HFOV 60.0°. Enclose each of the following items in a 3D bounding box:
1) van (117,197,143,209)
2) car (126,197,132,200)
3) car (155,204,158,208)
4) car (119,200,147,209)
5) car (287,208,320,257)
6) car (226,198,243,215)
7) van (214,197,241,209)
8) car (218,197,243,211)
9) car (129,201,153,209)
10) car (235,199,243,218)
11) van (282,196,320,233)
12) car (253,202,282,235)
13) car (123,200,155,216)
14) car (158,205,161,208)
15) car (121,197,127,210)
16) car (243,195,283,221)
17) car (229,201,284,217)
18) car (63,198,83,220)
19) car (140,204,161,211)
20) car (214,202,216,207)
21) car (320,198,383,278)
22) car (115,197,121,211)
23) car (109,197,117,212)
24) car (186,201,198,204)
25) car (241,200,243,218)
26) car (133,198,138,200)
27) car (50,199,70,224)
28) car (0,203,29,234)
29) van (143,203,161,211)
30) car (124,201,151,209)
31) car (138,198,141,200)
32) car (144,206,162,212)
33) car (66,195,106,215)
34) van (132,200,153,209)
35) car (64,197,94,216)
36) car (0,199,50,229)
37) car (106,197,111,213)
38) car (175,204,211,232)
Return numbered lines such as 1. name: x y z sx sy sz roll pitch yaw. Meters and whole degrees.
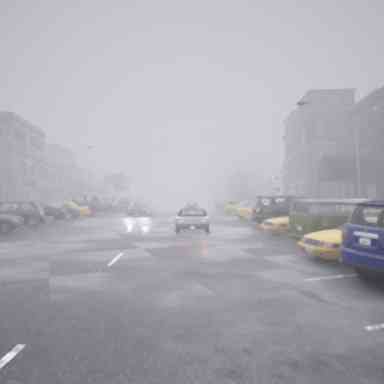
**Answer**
1. van: -11.540 2.046 61.582 4.442 1.987 1.878 0 -2 -20
2. car: -11.513 1.847 46.956 5.008 1.535 2.097 0 -2 -20
3. car: -11.238 3.333 79.130 4.892 1.521 2.231 1 -4 -19
4. car: -11.410 2.398 64.540 5.008 1.535 2.097 0 -3 -20
5. car: 6.179 1.484 11.310 5.366 1.575 1.946 1 0 -20
6. car: 6.113 1.556 29.272 5.366 1.575 1.946 1 0 -20
7. van: 6.260 1.955 59.224 4.442 1.987 1.878 1 -2 -20
8. car: 6.113 1.676 38.244 5.366 1.575 1.946 1 -1 -20
9. car: -11.324 2.901 73.301 4.892 1.521 2.231 0 -4 -19
10. car: 6.465 1.536 26.408 5.366 1.575 1.946 1 -1 -20
11. van: 6.447 1.264 14.415 4.442 1.987 1.878 1 0 -20
12. car: 6.146 1.486 17.303 5.366 1.575 1.946 1 0 -20
13. car: -5.209 1.721 33.361 1.895 1.301 4.718 0 -1 0
14. car: -11.146 3.598 85.009 5.566 2.045 2.435 1 -6 -19
15. car: -11.489 1.813 44.038 4.792 1.488 2.163 0 -2 -20
16. car: 6.336 1.249 20.373 5.566 2.045 2.435 1 -1 -20
17. car: 6.256 1.626 32.313 4.792 1.488 2.163 1 0 -20
18. car: -11.528 1.523 26.421 5.008 1.535 2.097 -1 -1 -20
19. car: -10.950 4.129 87.960 5.366 1.575 1.946 1 -6 -19
20. car: 6.348 1.959 50.293 4.792 1.488 2.163 1 -2 -20
21. car: 6.397 1.241 8.392 5.566 2.045 2.435 1 0 -20
22. car: -11.494 1.598 41.098 4.553 1.767 2.185 0 -1 -20
23. car: -11.522 1.674 38.157 4.892 1.521 2.231 -1 -1 -20
24. car: -0.003 1.792 41.371 2.033 1.411 5.357 0 -1 0
25. car: 6.474 1.514 23.416 5.366 1.575 1.946 1 -1 -20
26. car: -11.485 2.034 52.823 4.674 1.452 2.002 0 -2 -20
27. car: -11.508 1.499 23.489 5.008 1.535 2.097 -1 0 -20
28. car: -11.497 1.513 17.626 4.674 1.452 2.002 -1 0 -20
29. van: -10.972 4.190 90.884 4.442 1.987 1.878 1 -6 -19
30. car: -11.521 2.708 70.316 5.366 1.575 1.946 0 -3 -19
31. car: -11.470 2.116 55.761 4.674 1.452 2.002 0 -2 -20
32. car: -11.057 4.724 93.724 4.792 1.488 2.163 1 -6 -19
33. car: -11.560 1.335 32.277 5.566 2.045 2.435 -1 0 -20
34. van: -11.395 2.880 76.194 4.442 1.987 1.878 1 -4 -19
35. car: -11.701 1.549 29.294 5.366 1.575 1.946 -1 0 -20
36. car: -11.476 1.358 20.559 4.553 1.767 2.185 -1 0 -20
37. car: -11.524 1.625 35.220 4.892 1.521 2.231 -1 0 -20
38. car: 0.017 1.603 19.884 1.895 1.301 4.718 0 0 0
